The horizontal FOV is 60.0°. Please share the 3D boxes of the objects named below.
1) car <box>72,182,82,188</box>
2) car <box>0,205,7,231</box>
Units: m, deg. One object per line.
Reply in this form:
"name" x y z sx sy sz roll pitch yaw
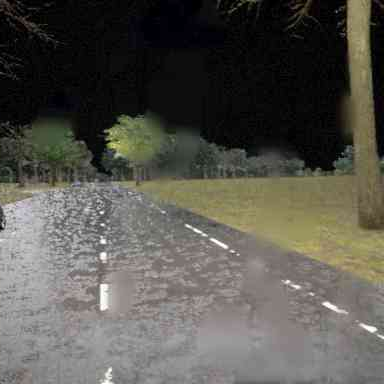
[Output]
"car" -26.173 -1.670 75.892 1.994 1.385 4.181 -3 3 -15
"car" -9.001 0.969 13.087 2.097 1.767 4.553 -3 3 -15
